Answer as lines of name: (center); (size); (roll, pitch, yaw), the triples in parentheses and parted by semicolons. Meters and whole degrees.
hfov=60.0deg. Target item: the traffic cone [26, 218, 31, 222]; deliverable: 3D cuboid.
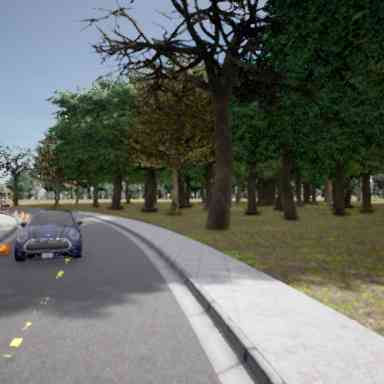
traffic cone: (-10.777, 2.181, 22.052); (0.340, 0.580, 0.340); (0, -1, -24)

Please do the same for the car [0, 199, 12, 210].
car: (-30.064, 1.961, 52.258); (4.553, 1.767, 2.097); (-1, -1, 42)

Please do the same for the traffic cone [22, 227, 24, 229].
traffic cone: (-8.928, 2.131, 17.554); (0.340, 0.580, 0.340); (0, -1, -21)

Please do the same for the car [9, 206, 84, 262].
car: (-5.328, 1.473, 12.809); (2.097, 1.767, 4.553); (0, -1, -18)

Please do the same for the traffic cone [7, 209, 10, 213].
traffic cone: (-23.542, 2.435, 42.665); (0.340, 0.580, 0.340); (0, -1, -40)

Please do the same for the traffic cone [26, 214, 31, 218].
traffic cone: (-12.870, 2.232, 26.443); (0.340, 0.580, 0.340); (0, -1, -27)

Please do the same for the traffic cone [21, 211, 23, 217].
traffic cone: (-17.761, 2.333, 34.847); (0.340, 0.580, 0.340); (0, -1, -33)
